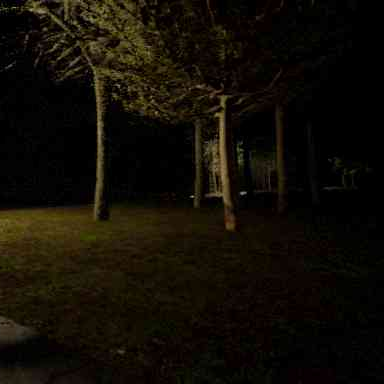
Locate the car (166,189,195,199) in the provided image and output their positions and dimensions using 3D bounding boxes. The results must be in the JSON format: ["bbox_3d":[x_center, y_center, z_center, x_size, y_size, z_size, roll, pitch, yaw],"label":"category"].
[{"bbox_3d":[-2.071,0.448,53.353,1.895,1.301,4.718,-3,0,34],"label":"car"}]

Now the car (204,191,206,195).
[{"bbox_3d":[1.018,0.091,70.264,2.033,1.411,5.357,-3,1,34],"label":"car"}]
